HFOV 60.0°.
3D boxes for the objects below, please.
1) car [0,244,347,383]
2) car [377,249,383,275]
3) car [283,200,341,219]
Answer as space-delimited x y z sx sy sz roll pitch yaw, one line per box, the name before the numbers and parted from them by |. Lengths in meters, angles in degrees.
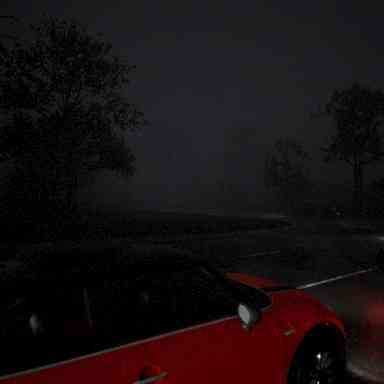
car | -0.418 1.352 3.421 4.553 1.767 2.097 0 0 -35
car | 6.788 1.601 8.550 4.718 1.301 1.895 0 0 -36
car | 10.279 1.505 28.897 1.837 1.490 4.892 -4 2 -45
